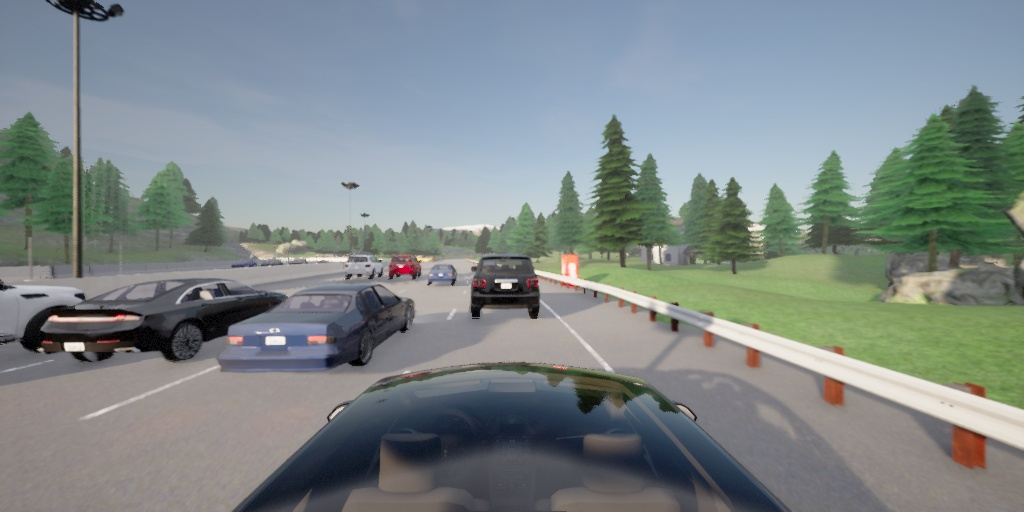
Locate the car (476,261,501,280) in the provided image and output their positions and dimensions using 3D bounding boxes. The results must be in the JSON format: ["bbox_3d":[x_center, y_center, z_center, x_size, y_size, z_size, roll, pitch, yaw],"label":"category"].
[{"bbox_3d":[-2.172,1.196,31.386,1.837,1.490,4.892,0,0,-8],"label":"car"}]

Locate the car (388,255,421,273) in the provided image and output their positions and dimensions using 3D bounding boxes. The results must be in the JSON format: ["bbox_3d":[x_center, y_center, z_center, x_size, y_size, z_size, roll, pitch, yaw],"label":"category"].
[{"bbox_3d":[-9.155,0.927,30.921,2.150,2.045,5.566,0,0,-8],"label":"car"}]

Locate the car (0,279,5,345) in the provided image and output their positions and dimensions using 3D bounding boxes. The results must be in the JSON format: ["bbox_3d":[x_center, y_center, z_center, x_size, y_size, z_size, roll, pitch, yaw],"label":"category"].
[{"bbox_3d":[-10.515,0.984,5.744,2.150,2.045,5.566,0,0,-1],"label":"car"}]

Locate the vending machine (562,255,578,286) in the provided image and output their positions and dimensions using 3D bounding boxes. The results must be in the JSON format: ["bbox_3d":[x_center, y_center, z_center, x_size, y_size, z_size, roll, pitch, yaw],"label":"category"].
[{"bbox_3d":[3.830,0.891,23.591,1.100,2.100,0.880,0,0,-6],"label":"vending machine"}]

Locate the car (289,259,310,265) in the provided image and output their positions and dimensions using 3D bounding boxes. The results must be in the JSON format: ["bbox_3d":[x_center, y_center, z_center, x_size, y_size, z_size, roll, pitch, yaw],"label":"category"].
[{"bbox_3d":[-32.198,1.183,54.384,1.882,1.535,5.008,0,0,-16],"label":"car"}]

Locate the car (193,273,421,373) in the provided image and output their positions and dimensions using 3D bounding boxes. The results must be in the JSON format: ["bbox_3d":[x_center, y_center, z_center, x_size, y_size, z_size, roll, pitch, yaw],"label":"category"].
[{"bbox_3d":[-3.558,1.291,7.795,2.033,1.411,5.357,0,0,-2],"label":"car"}]

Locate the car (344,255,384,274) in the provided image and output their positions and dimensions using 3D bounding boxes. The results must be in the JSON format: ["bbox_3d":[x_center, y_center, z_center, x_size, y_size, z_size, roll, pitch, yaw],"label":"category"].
[{"bbox_3d":[-12.708,0.934,31.054,2.150,2.045,5.566,0,0,-8],"label":"car"}]

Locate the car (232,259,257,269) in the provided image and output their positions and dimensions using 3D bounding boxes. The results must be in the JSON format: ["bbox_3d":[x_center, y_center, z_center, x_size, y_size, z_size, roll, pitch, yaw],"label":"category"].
[{"bbox_3d":[-38.884,1.204,52.299,1.882,1.535,5.008,0,0,-16],"label":"car"}]

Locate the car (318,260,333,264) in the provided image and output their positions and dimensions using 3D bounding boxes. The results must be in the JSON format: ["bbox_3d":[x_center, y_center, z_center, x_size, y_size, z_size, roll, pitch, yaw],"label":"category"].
[{"bbox_3d":[-28.815,1.265,55.281,1.994,1.385,4.181,0,0,-16],"label":"car"}]

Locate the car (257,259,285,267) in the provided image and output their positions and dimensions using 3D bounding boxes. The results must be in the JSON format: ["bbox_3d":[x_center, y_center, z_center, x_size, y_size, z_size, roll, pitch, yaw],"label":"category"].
[{"bbox_3d":[-35.555,1.225,53.398,1.882,1.535,5.008,0,0,-16],"label":"car"}]

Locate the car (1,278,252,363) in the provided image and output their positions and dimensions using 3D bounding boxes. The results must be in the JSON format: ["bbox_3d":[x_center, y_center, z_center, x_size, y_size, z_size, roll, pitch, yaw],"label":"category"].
[{"bbox_3d":[-7.105,1.242,8.191,2.128,1.511,4.902,0,0,-2],"label":"car"}]

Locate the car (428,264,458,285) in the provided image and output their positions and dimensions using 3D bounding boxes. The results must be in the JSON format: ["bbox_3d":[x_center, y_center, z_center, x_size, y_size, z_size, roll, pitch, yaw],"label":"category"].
[{"bbox_3d":[-4.920,1.256,25.700,2.033,1.411,5.357,0,0,-7],"label":"car"}]

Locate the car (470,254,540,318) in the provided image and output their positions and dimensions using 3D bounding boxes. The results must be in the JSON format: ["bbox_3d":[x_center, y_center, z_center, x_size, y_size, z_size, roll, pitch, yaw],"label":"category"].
[{"bbox_3d":[-0.306,0.948,12.970,2.150,2.045,5.566,0,0,-3],"label":"car"}]
